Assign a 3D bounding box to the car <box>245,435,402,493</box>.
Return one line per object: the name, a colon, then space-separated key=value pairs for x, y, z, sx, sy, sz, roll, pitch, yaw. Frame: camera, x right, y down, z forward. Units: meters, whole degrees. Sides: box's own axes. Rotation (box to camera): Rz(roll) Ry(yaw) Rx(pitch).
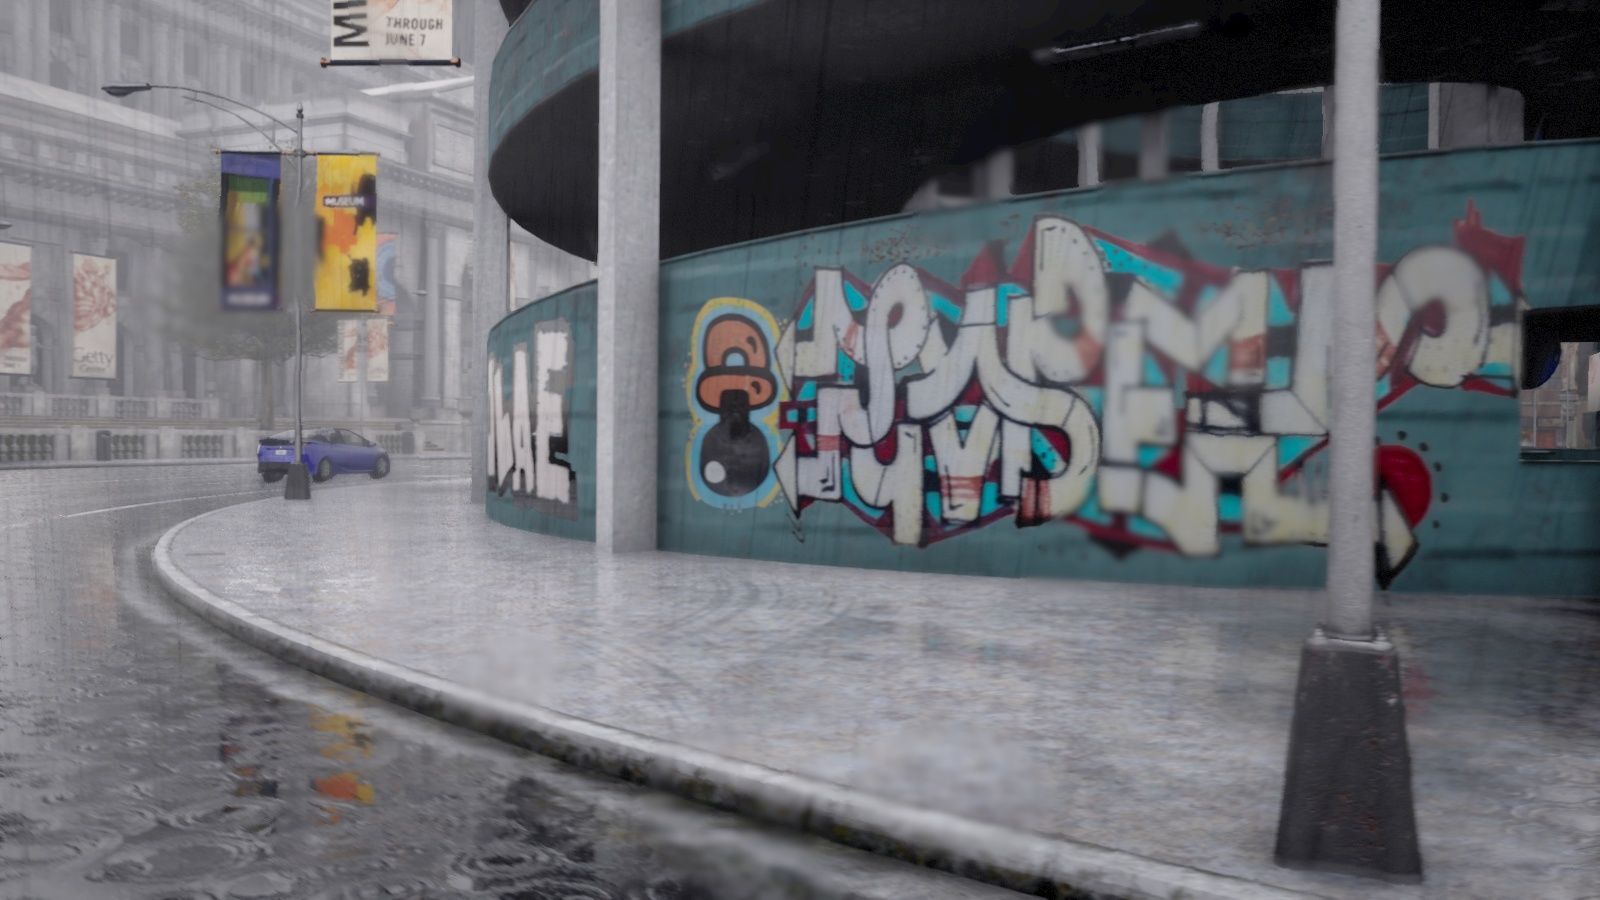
car: x=-13.369 y=0.340 z=35.542 sx=2.007 sy=1.525 sz=4.514 roll=0 pitch=1 yaw=12
